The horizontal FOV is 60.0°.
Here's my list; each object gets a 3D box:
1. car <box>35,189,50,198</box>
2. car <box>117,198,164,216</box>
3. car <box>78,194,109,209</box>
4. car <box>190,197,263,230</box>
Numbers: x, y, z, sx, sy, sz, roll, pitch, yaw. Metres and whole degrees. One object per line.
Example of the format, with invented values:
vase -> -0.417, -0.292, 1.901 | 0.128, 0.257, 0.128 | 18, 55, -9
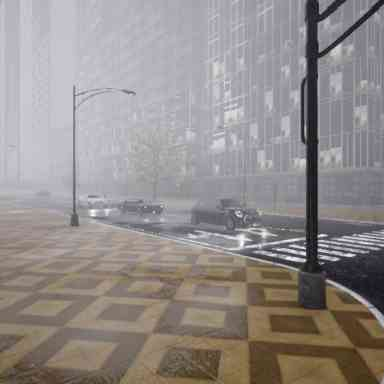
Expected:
car -> -28.602, 0.236, 63.592 | 1.882, 1.535, 5.008 | 0, 1, -38
car -> -4.254, 1.171, 27.019 | 1.895, 1.301, 4.718 | 0, 1, -38
car -> -10.501, 0.910, 34.966 | 1.812, 1.442, 4.674 | 0, 1, -38
car -> 1.906, 1.104, 19.216 | 2.097, 1.767, 4.553 | 0, 1, -38
